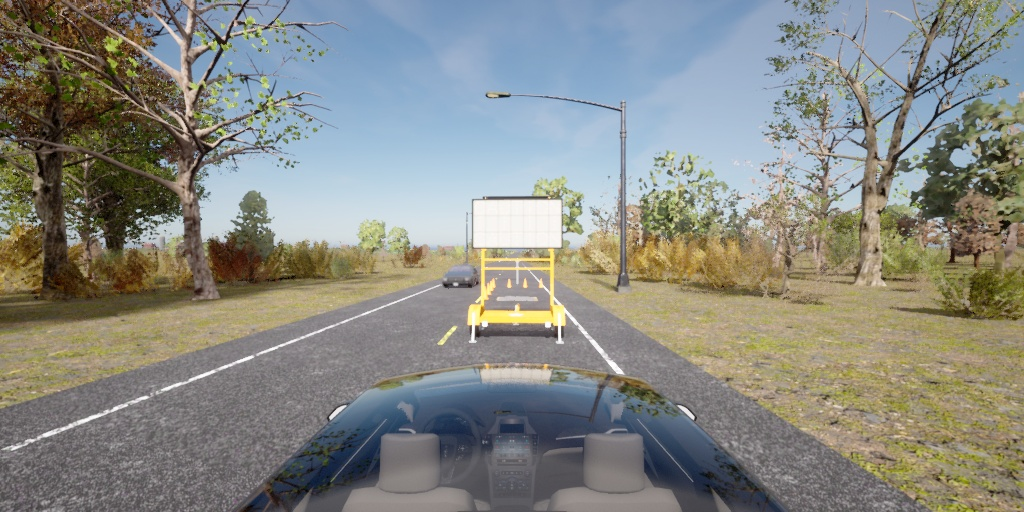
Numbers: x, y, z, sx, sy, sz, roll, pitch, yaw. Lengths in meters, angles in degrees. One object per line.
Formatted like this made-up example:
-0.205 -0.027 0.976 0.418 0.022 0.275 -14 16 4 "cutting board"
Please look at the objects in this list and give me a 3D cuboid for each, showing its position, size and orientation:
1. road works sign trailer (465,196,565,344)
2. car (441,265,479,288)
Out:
0.148 0.211 9.626 2.380 3.560 2.880 0 0 2 "road works sign trailer"
-3.276 1.287 23.719 2.033 1.411 5.357 0 0 1 "car"
